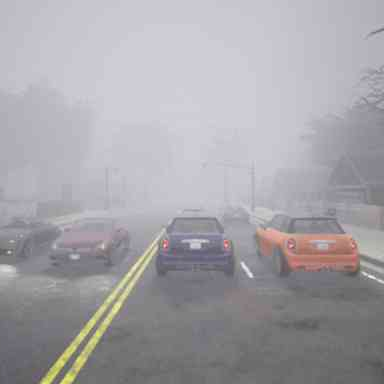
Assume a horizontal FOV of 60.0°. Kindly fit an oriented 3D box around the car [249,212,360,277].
[{"bbox_3d":[3.346,1.423,10.613,2.097,1.767,4.553,0,0,0],"label":"car"}]

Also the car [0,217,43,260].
[{"bbox_3d":[-6.598,1.649,12.714,1.994,1.385,4.181,0,0,0],"label":"car"}]

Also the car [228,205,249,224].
[{"bbox_3d":[3.349,1.738,26.516,1.994,1.385,4.181,0,0,0],"label":"car"}]

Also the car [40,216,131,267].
[{"bbox_3d":[-3.349,1.605,11.824,1.812,1.442,4.674,0,0,0],"label":"car"}]

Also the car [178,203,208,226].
[{"bbox_3d":[0.099,1.663,26.147,2.128,1.511,4.902,0,0,0],"label":"car"}]

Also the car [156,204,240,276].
[{"bbox_3d":[0.095,1.423,10.701,2.097,1.767,4.553,0,0,0],"label":"car"}]
